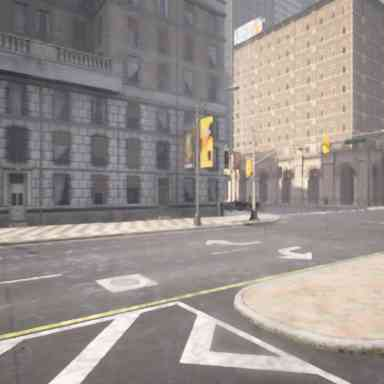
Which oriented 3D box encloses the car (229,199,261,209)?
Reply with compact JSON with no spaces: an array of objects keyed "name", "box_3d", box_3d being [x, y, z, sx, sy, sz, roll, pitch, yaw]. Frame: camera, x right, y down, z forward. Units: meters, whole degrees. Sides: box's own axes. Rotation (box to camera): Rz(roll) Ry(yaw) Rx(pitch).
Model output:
[{"name":"car","box_3d":[7.383,1.598,46.553,1.895,1.301,4.718,0,0,-36]}]
